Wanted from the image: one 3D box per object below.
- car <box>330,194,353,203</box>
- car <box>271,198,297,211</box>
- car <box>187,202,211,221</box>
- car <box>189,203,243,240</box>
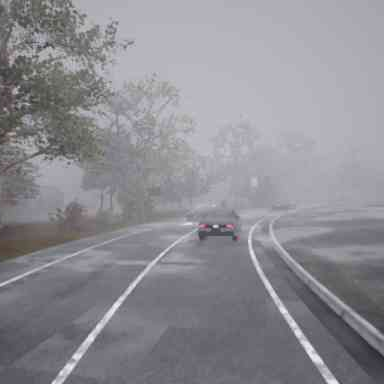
[{"bbox_3d":[26.628,1.076,59.397,4.902,1.511,2.128,-2,-3,-33],"label":"car"},{"bbox_3d":[10.910,1.428,39.274,1.994,1.385,4.181,-4,-1,33],"label":"car"},{"bbox_3d":[1.124,1.609,27.808,1.812,1.442,4.674,-2,-1,22],"label":"car"},{"bbox_3d":[1.533,1.543,16.978,2.033,1.411,5.357,-1,0,11],"label":"car"}]
